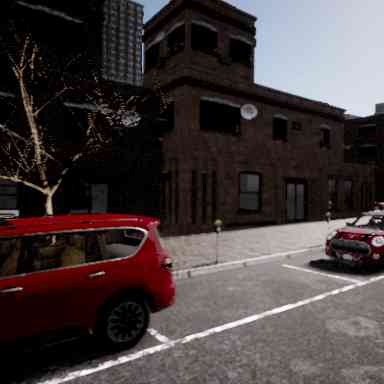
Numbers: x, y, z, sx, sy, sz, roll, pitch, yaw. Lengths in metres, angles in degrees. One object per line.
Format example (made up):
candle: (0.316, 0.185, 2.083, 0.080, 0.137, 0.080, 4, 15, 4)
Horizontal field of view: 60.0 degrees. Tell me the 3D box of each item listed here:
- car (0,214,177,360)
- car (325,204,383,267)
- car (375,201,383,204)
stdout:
car: (-2.570, 1.313, 4.704, 5.009, 1.841, 2.192, 0, 1, -35)
car: (6.232, 1.386, 10.988, 4.097, 1.590, 1.967, 0, 1, -35)
car: (19.537, 1.433, 37.222, 1.887, 1.381, 4.507, 0, -1, -35)
